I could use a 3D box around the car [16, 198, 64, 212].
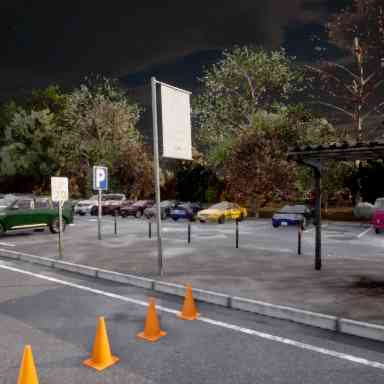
[{"bbox_3d":[-18.015,1.469,39.658,2.163,1.488,4.792,0,0,35],"label":"car"}]

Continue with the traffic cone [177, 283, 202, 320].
[{"bbox_3d":[-0.052,1.957,6.041,0.340,0.580,0.340,0,0,36],"label":"traffic cone"}]

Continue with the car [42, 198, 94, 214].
[{"bbox_3d":[-13.460,1.455,36.489,2.097,1.535,5.008,0,0,35],"label":"car"}]

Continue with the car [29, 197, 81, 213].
[{"bbox_3d":[-15.623,1.444,38.240,1.946,1.575,5.366,0,0,35],"label":"car"}]

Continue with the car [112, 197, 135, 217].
[{"bbox_3d":[-4.366,1.469,30.116,2.097,1.535,5.008,0,0,35],"label":"car"}]

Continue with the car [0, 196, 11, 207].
[{"bbox_3d":[-29.255,1.332,47.814,1.946,1.575,5.366,1,0,35],"label":"car"}]

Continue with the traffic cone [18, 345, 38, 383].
[{"bbox_3d":[-1.776,1.957,3.592,0.340,0.580,0.340,0,0,35],"label":"traffic cone"}]

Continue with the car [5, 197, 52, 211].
[{"bbox_3d":[-20.259,1.452,41.305,2.163,1.488,4.792,0,0,35],"label":"car"}]

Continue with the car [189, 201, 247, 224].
[{"bbox_3d":[2.338,1.475,25.175,1.946,1.575,5.366,0,0,35],"label":"car"}]

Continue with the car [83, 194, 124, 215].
[{"bbox_3d":[-8.929,1.212,33.279,2.435,2.045,5.566,0,0,35],"label":"car"}]

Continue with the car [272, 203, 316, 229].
[{"bbox_3d":[6.972,1.513,22.113,2.163,1.488,4.792,0,0,35],"label":"car"}]

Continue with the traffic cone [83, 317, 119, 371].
[{"bbox_3d":[-1.201,1.957,4.408,0.340,0.580,0.340,0,0,35],"label":"traffic cone"}]

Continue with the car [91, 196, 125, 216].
[{"bbox_3d":[-6.638,1.466,31.712,2.097,1.535,5.008,0,0,35],"label":"car"}]

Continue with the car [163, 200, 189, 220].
[{"bbox_3d":[0.190,1.504,26.946,2.163,1.488,4.792,0,0,35],"label":"car"}]

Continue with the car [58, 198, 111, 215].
[{"bbox_3d":[-11.187,1.461,34.892,2.231,1.521,4.892,0,0,35],"label":"car"}]

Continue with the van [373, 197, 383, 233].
[{"bbox_3d":[11.598,1.264,19.042,1.878,1.987,4.442,0,0,35],"label":"van"}]

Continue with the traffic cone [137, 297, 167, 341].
[{"bbox_3d":[-0.626,1.957,5.225,0.340,0.580,0.340,0,0,35],"label":"traffic cone"}]

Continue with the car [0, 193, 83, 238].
[{"bbox_3d":[-8.918,1.221,17.290,2.435,2.045,5.566,0,0,35],"label":"car"}]

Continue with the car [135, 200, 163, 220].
[{"bbox_3d":[-2.094,1.473,28.522,2.231,1.521,4.892,0,0,35],"label":"car"}]

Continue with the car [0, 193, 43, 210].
[{"bbox_3d":[-22.561,1.153,42.852,2.435,2.045,5.566,0,0,35],"label":"car"}]
